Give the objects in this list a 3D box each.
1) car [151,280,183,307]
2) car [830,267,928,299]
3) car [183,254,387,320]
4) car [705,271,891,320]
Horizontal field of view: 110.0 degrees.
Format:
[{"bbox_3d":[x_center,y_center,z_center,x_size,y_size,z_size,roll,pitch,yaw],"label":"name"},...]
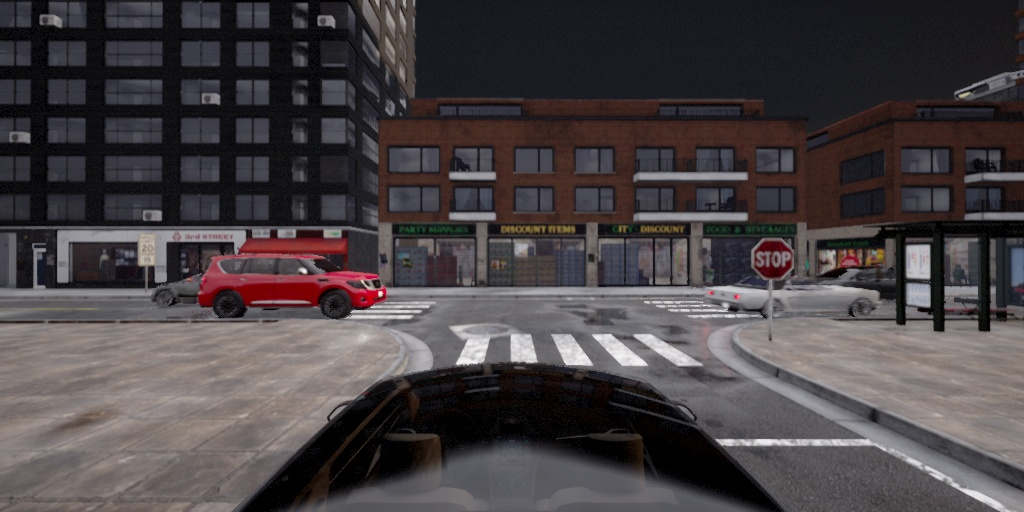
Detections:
[{"bbox_3d":[-12.278,1.309,14.958,4.181,1.385,1.994,0,0,0],"label":"car"},{"bbox_3d":[14.510,1.200,15.095,4.892,1.490,1.837,0,0,0],"label":"car"},{"bbox_3d":[-7.191,0.948,12.031,5.566,2.045,2.150,-1,0,0],"label":"car"},{"bbox_3d":[9.109,1.290,11.747,4.718,1.301,1.895,0,0,-5],"label":"car"}]
